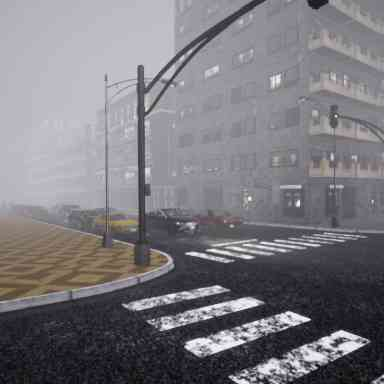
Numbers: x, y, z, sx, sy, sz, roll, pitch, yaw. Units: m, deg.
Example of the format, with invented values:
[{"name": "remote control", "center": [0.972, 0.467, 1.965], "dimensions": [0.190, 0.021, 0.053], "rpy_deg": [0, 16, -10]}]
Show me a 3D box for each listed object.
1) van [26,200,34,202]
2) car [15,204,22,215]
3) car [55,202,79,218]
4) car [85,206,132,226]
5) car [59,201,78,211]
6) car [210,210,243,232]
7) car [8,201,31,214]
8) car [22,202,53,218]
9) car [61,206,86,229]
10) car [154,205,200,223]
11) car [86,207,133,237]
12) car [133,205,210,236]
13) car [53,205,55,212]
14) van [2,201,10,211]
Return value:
[{"name": "van", "center": [-41.615, 2.833, 85.121], "dimensions": [1.690, 1.788, 3.998], "rpy_deg": [-2, 0, -36]}, {"name": "car", "center": [-21.590, 2.393, 43.702], "dimensions": [1.802, 1.307, 4.206], "rpy_deg": [-2, 0, -36]}, {"name": "car", "center": [-13.238, 2.119, 36.741], "dimensions": [1.837, 1.490, 4.892], "rpy_deg": [-1, -1, -36]}, {"name": "car", "center": [-7.284, 1.995, 28.610], "dimensions": [2.033, 1.411, 5.357], "rpy_deg": [-1, -1, -37]}, {"name": "car", "center": [-21.534, 2.367, 57.778], "dimensions": [1.967, 1.590, 4.097], "rpy_deg": [-2, 0, -36]}, {"name": "car", "center": [1.173, 1.856, 22.505], "dimensions": [1.895, 1.301, 4.718], "rpy_deg": [-1, -1, -36]}, {"name": "car", "center": [-24.937, 2.450, 48.259], "dimensions": [1.887, 1.381, 4.507], "rpy_deg": [-2, 0, -36]}, {"name": "car", "center": [-18.245, 2.262, 39.145], "dimensions": [1.887, 1.381, 4.507], "rpy_deg": [-2, 0, -36]}, {"name": "car", "center": [-8.205, 2.002, 25.473], "dimensions": [1.947, 1.339, 4.313], "rpy_deg": [-2, 0, -36]}, {"name": "car", "center": [-1.452, 1.916, 30.434], "dimensions": [2.008, 1.369, 4.403], "rpy_deg": [-2, 0, -36]}, {"name": "car", "center": [-4.760, 1.866, 20.780], "dimensions": [1.752, 1.417, 4.829], "rpy_deg": [-2, 0, -36]}, {"name": "car", "center": [-1.429, 1.775, 20.636], "dimensions": [2.128, 1.511, 4.902], "rpy_deg": [-1, -1, -36]}, {"name": "car", "center": [-20.701, 2.432, 52.293], "dimensions": [1.994, 1.385, 4.181], "rpy_deg": [-1, -1, -36]}, {"name": "van", "center": [-31.636, 2.434, 57.374], "dimensions": [1.690, 1.788, 3.998], "rpy_deg": [-2, 0, -36]}]
